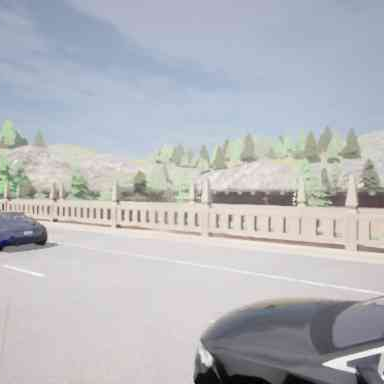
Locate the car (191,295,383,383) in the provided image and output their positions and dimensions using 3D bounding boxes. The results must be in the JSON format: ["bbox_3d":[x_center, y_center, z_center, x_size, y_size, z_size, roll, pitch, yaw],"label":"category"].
[{"bbox_3d":[2.234,1.493,2.397,4.902,1.511,2.128,0,0,36],"label":"car"}]

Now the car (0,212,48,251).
[{"bbox_3d":[-7.924,1.535,13.950,4.181,1.385,1.994,0,0,36],"label":"car"}]
